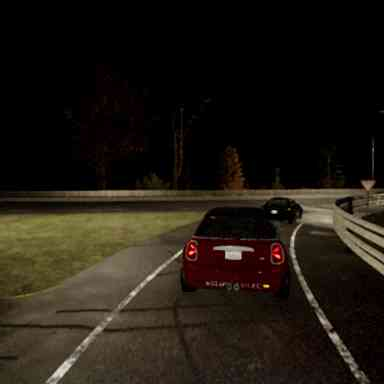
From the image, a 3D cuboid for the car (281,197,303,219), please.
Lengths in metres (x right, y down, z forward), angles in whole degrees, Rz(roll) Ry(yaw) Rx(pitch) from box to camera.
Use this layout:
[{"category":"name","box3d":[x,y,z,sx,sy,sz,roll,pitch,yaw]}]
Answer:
[{"category":"car","box3d":[5.421,1.015,20.110,1.994,1.385,4.181,1,2,26]}]

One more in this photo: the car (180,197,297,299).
[{"category":"car","box3d":[1.132,1.124,8.188,2.097,1.767,4.553,0,2,10]}]
